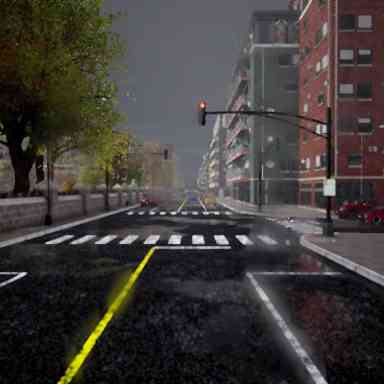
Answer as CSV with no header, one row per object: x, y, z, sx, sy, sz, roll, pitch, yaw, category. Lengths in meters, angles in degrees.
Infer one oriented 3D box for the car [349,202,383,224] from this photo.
14.702,1.689,25.214,4.181,1.385,1.994,1,1,0,car

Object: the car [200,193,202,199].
2.771,1.205,55.478,1.887,1.381,4.507,0,0,0,car

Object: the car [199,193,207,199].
2.813,1.052,83.154,1.887,1.381,4.507,0,0,0,car

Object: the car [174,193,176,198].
-5.567,1.089,83.166,1.802,1.307,4.206,0,0,0,car

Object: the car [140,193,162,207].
-5.627,1.038,44.419,2.192,1.841,5.009,0,0,0,car

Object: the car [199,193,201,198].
2.780,1.180,61.014,2.008,1.369,4.403,0,0,0,car

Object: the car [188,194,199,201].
0.109,1.121,69.722,2.033,1.411,5.357,0,0,0,car

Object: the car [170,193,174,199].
-5.584,1.149,72.096,1.802,1.307,4.206,0,0,0,car

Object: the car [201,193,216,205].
2.763,1.216,50.113,1.752,1.417,4.829,0,0,0,car

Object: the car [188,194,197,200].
0.123,1.076,80.133,1.994,1.385,4.181,0,0,0,car

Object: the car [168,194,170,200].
-5.601,1.174,61.026,1.887,1.381,4.507,0,0,0,car

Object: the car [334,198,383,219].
14.658,1.412,27.817,5.009,1.841,2.192,1,0,0,car

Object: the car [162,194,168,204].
-5.610,1.100,55.490,1.967,1.590,4.097,0,0,0,car

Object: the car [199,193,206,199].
2.821,1.023,88.689,1.887,1.381,4.507,0,0,0,car
